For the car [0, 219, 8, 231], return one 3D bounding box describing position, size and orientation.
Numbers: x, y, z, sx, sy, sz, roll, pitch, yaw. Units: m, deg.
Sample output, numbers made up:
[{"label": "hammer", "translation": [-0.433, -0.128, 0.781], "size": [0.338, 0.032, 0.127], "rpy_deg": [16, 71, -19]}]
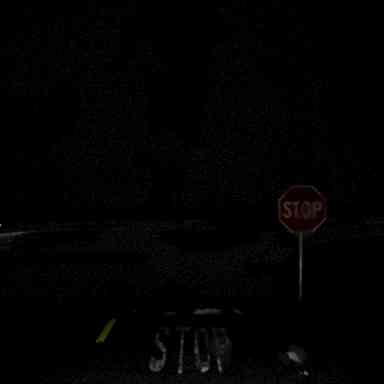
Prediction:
[{"label": "car", "translation": [-13.223, 1.827, 19.528], "size": [4.181, 1.385, 1.994], "rpy_deg": [-1, 1, 0]}]
